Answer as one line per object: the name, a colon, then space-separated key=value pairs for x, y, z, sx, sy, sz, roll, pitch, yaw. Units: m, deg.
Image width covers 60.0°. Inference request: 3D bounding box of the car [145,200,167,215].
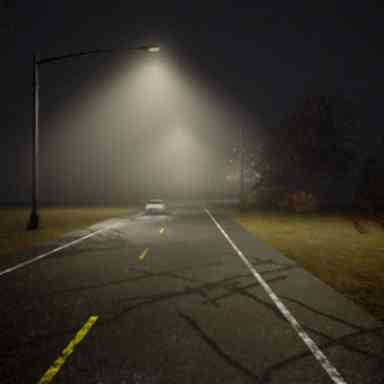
car: x=-3.588 y=1.502 z=33.372 sx=1.812 sy=1.442 sz=4.674 roll=0 pitch=0 yaw=0
